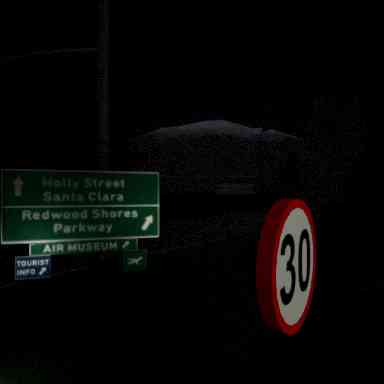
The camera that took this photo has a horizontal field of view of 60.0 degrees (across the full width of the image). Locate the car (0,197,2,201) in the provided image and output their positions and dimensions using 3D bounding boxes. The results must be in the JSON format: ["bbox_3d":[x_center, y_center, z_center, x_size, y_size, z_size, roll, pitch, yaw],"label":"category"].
[{"bbox_3d":[-12.447,1.504,26.027,1.905,1.878,3.866,0,0,35],"label":"car"}]

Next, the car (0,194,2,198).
[{"bbox_3d":[-38.770,1.489,69.898,4.514,1.523,2.007,0,0,35],"label":"car"}]

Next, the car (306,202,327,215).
[{"bbox_3d":[13.691,1.792,37.217,1.895,1.301,4.718,0,0,36],"label":"car"}]
